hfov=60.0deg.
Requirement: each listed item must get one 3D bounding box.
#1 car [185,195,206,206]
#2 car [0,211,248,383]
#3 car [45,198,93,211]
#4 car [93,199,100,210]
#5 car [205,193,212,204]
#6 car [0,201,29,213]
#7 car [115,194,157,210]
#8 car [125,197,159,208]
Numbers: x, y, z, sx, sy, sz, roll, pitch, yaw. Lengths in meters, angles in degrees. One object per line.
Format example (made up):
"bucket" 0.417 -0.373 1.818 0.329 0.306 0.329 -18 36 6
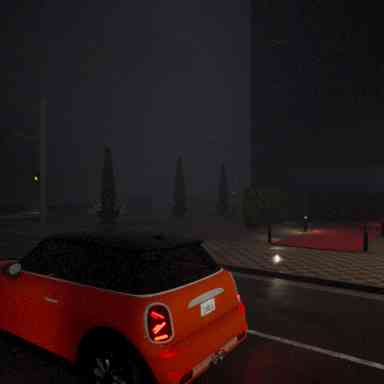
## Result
"car" -0.205 1.525 53.464 1.812 1.442 4.674 0 0 36
"car" -1.544 1.352 5.095 4.553 1.767 2.097 0 0 36
"car" -13.323 1.601 35.381 1.895 1.301 4.718 0 0 36
"car" -13.648 1.491 40.902 2.128 1.511 4.902 0 0 36
"car" 1.492 1.351 61.692 2.097 1.767 4.553 0 0 36
"car" -19.107 1.601 33.357 1.895 1.301 4.718 0 0 36
"car" -7.595 1.221 43.291 2.150 2.045 5.566 0 0 36
"car" -7.347 1.492 49.599 2.128 1.511 4.902 0 0 36
